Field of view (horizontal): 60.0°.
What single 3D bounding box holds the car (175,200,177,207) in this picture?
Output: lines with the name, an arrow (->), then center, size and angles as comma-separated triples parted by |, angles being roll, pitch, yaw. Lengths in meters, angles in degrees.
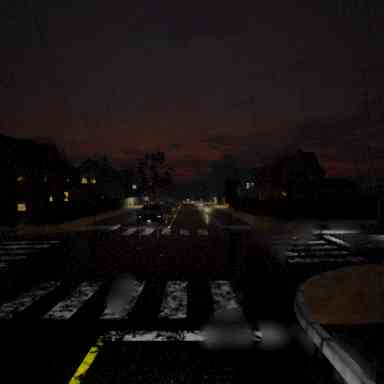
car -> -3.432, 1.710, 53.314 | 2.033, 1.411, 5.357 | 0, 0, -1

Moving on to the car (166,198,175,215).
car -> -3.163, 1.627, 35.028 | 1.994, 1.385, 4.181 | 0, 0, -1

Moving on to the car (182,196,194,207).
car -> -0.673, 1.789, 56.902 | 1.895, 1.301, 4.718 | 0, 0, -1

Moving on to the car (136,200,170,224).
car -> -2.989, 1.580, 25.085 | 2.033, 1.411, 5.357 | 0, 0, -2

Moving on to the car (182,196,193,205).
car -> -0.854, 1.623, 66.871 | 2.097, 1.767, 4.553 | 0, 0, -2
